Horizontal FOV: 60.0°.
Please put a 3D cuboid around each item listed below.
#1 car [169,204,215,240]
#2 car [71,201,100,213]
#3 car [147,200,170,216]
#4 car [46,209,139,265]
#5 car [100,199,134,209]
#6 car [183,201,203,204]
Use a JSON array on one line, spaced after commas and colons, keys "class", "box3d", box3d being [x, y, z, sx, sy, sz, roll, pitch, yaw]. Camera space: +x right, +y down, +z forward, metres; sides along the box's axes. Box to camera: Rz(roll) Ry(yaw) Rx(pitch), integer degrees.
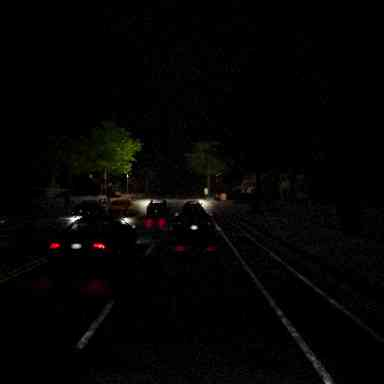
[{"class": "car", "box3d": [0.099, 1.544, 16.781, 1.994, 1.385, 4.181, 0, 0, 0]}, {"class": "car", "box3d": [-9.843, 1.526, 31.380, 1.994, 1.385, 4.181, 0, 0, 0]}, {"class": "car", "box3d": [-3.149, 1.454, 31.580, 2.128, 1.511, 4.902, 0, 0, 0]}, {"class": "car", "box3d": [-3.155, 1.533, 11.599, 2.033, 1.411, 5.357, 0, 0, 0]}, {"class": "car", "box3d": [-6.595, 1.441, 30.648, 1.882, 1.535, 5.008, 0, 0, 0]}, {"class": "car", "box3d": [0.101, 1.526, 32.229, 1.994, 1.385, 4.181, 0, 0, 0]}]
